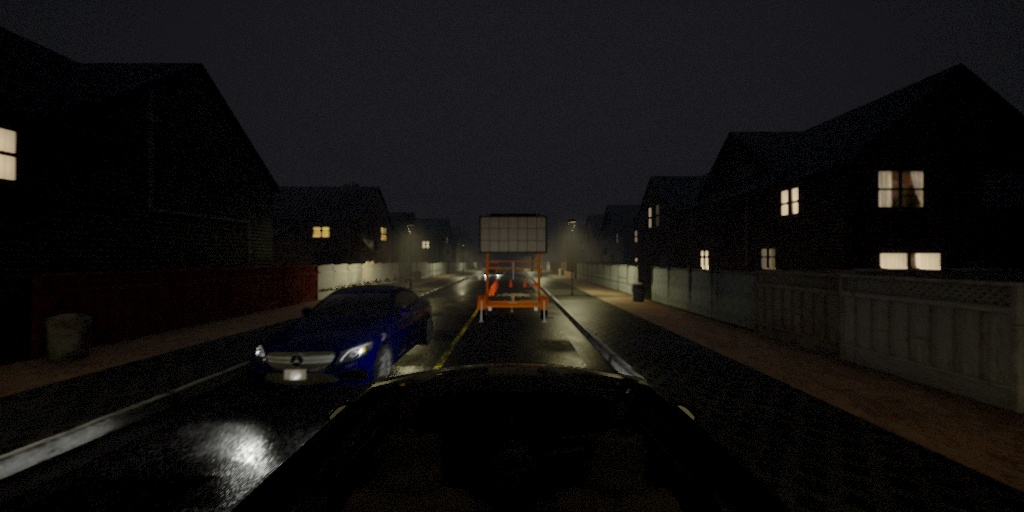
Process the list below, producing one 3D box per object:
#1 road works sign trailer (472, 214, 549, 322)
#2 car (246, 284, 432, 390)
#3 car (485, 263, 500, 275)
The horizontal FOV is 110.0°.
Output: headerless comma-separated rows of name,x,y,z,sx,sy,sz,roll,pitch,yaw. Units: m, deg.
road works sign trailer,0.042,0.307,12.683,2.380,3.560,2.880,0,0,1
car,-2.834,1.319,7.032,1.812,1.442,4.674,0,0,0
car,-2.669,1.746,49.711,1.882,1.535,5.008,0,-1,0
